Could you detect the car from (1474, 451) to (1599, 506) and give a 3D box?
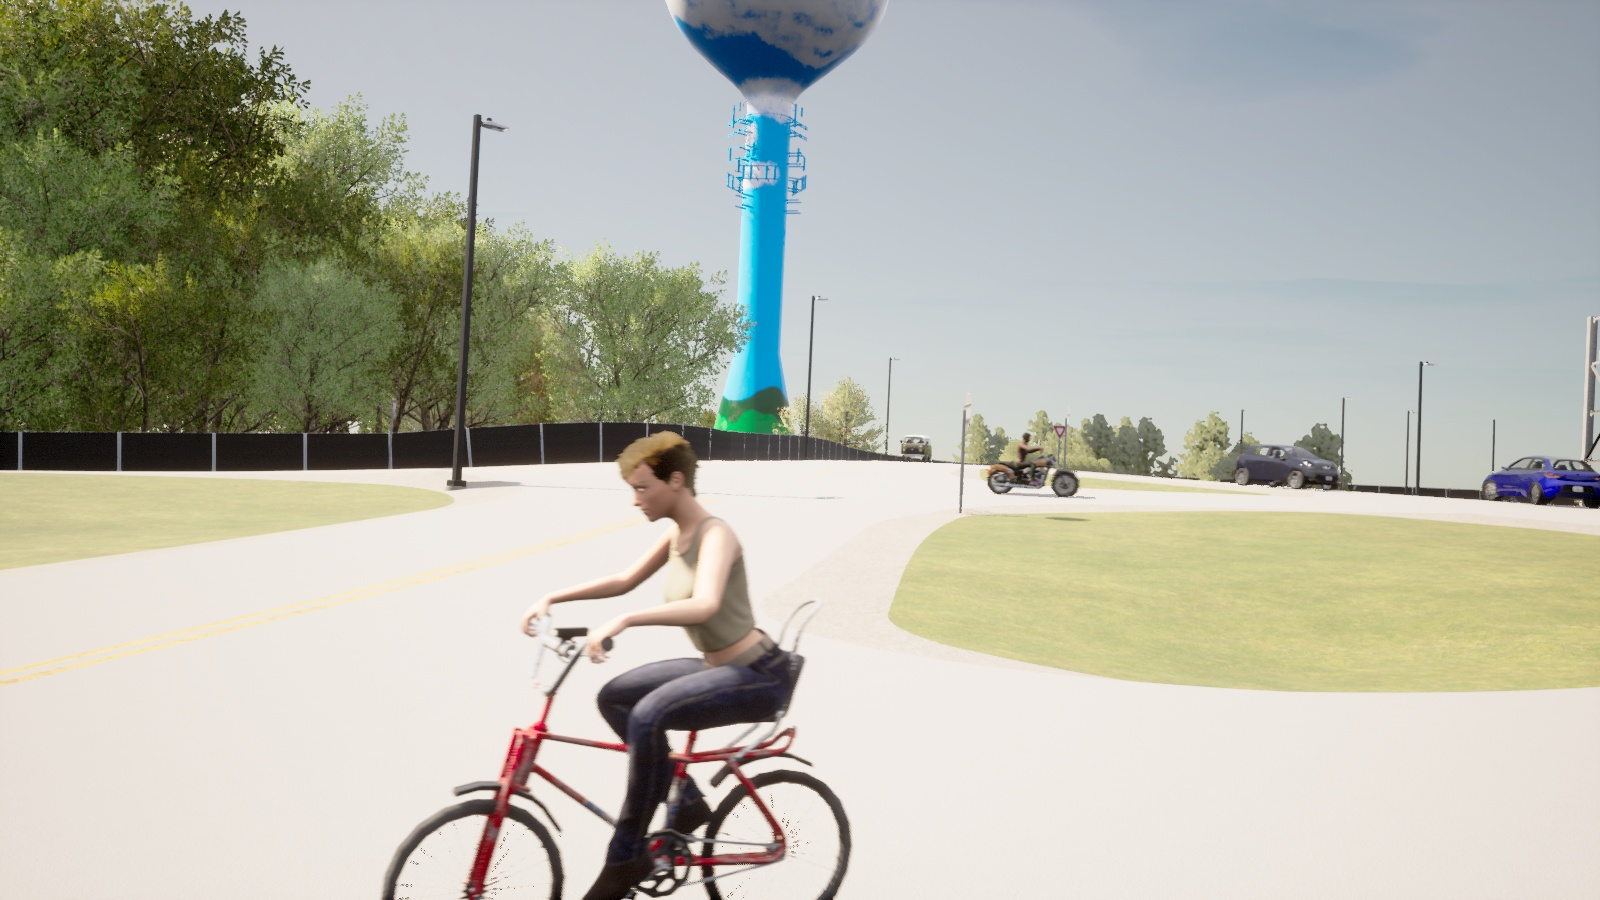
[{"bbox_3d":[22.257,0.825,37.810,1.816,1.474,4.193,3,0,4],"label":"car"}]

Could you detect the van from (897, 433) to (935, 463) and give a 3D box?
[{"bbox_3d":[8.542,-0.139,91.910,2.069,2.038,4.480,2,0,13],"label":"van"}]

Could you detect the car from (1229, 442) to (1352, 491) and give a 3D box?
[{"bbox_3d":[16.817,0.542,43.209,1.845,1.501,3.633,3,0,-23],"label":"car"}]

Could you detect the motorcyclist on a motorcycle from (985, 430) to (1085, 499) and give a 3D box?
[{"bbox_3d":[5.967,0.351,31.856,2.350,1.649,0.766,2,1,17],"label":"motorcyclist on a motorcycle"}]

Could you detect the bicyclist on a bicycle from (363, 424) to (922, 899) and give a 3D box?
[{"bbox_3d":[-0.503,0.752,3.857,1.509,1.612,0.866,0,-1,-24],"label":"bicyclist on a bicycle"}]
